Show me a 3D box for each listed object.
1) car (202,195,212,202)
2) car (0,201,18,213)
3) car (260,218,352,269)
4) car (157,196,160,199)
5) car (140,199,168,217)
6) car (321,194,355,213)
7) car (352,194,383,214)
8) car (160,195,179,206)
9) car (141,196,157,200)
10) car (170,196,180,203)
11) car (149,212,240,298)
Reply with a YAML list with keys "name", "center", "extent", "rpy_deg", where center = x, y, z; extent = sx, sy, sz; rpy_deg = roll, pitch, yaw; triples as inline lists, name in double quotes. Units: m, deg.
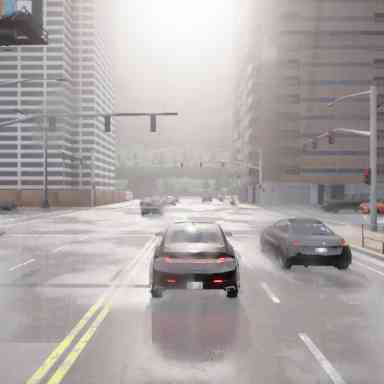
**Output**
- name: "car"
  center: [3.388, 1.355, 75.715]
  extent: [2.097, 1.767, 4.553]
  rpy_deg: [0, 0, 0]
- name: "car"
  center: [-21.925, 1.601, 36.557]
  extent: [4.718, 1.301, 1.895]
  rpy_deg: [0, 0, 2]
- name: "car"
  center: [3.563, 1.564, 11.149]
  extent: [1.994, 1.385, 4.181]
  rpy_deg: [0, 0, 0]
- name: "car"
  center: [-7.127, 1.526, 66.225]
  extent: [1.812, 1.442, 4.674]
  rpy_deg: [0, 0, 0]
- name: "car"
  center: [-3.648, 1.601, 31.527]
  extent: [1.895, 1.301, 4.718]
  rpy_deg: [0, 0, 0]
- name: "car"
  center: [17.143, 1.221, 36.556]
  extent: [5.566, 2.045, 2.150]
  rpy_deg: [0, 0, 0]
- name: "car"
  center: [18.968, 1.352, 33.036]
  extent: [4.553, 1.767, 2.097]
  rpy_deg: [0, 0, 0]
- name: "car"
  center: [-3.671, 1.491, 55.126]
  extent: [2.128, 1.511, 4.902]
  rpy_deg: [0, 0, 0]
- name: "car"
  center: [-7.175, 1.526, 53.332]
  extent: [1.812, 1.442, 4.674]
  rpy_deg: [0, 0, 1]
- name: "car"
  center: [-3.604, 1.504, 69.327]
  extent: [1.837, 1.490, 4.892]
  rpy_deg: [0, 0, 0]
- name: "car"
  center: [0.052, 1.492, 8.497]
  extent: [2.128, 1.511, 4.902]
  rpy_deg: [0, 0, 0]
